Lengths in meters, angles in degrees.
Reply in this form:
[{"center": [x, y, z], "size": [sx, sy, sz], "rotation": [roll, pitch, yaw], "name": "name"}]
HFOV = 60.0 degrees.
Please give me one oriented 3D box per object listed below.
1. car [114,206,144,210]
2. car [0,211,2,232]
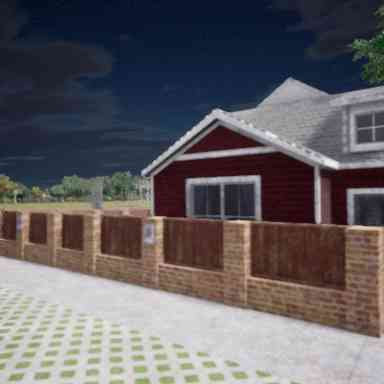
[{"center": [-5.760, 1.959, 28.939], "size": [2.128, 1.511, 4.902], "rotation": [-1, -1, 35], "name": "car"}, {"center": [-11.682, 1.895, 20.528], "size": [2.033, 1.411, 5.357], "rotation": [-1, -1, 35], "name": "car"}]
